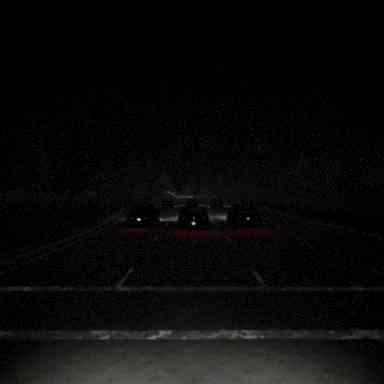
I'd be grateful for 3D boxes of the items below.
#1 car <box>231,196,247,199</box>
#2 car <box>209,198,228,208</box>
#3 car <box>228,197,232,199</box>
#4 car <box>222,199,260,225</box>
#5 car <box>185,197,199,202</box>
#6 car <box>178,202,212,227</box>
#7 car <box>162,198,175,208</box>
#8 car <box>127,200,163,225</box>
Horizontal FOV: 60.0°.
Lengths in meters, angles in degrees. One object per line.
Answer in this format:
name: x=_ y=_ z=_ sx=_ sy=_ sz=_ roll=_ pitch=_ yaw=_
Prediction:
car: x=6.994 y=1.529 z=46.174 sx=1.812 sy=1.442 sz=4.674 roll=0 pitch=0 yaw=0
car: x=3.511 y=1.551 z=47.356 sx=2.033 sy=1.411 sz=5.357 roll=0 pitch=0 yaw=1
car: x=6.993 y=1.482 z=56.177 sx=1.882 sy=1.535 sz=5.008 roll=0 pitch=0 yaw=0
car: x=3.597 y=1.493 z=23.799 sx=2.128 sy=1.511 sz=4.902 roll=0 pitch=0 yaw=0
car: x=0.017 y=1.497 z=47.775 sx=2.128 sy=1.511 sz=4.902 roll=0 pitch=0 yaw=0
car: x=0.097 y=1.603 z=22.474 sx=1.895 sy=1.301 sz=4.718 roll=0 pitch=0 yaw=0
car: x=-3.491 y=1.551 z=47.220 sx=2.033 sy=1.411 sz=5.357 roll=0 pitch=0 yaw=1
car: x=-3.403 y=1.507 z=23.750 sx=1.837 sy=1.490 sz=4.892 roll=0 pitch=0 yaw=0
